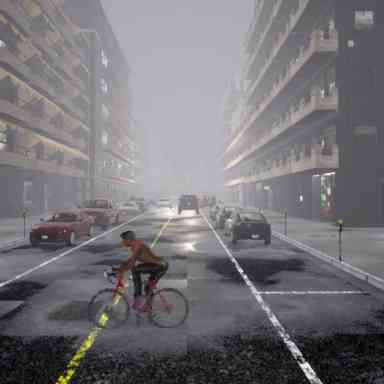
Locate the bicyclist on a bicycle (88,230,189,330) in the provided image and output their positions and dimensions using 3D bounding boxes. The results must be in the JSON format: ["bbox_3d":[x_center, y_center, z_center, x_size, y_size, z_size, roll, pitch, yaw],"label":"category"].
[{"bbox_3d":[-0.878,1.454,5.438,1.656,1.620,0.582,0,0,-1],"label":"bicyclist on a bicycle"}]

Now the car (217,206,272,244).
[{"bbox_3d":[2.509,1.556,15.533,2.008,1.369,4.403,1,0,-1],"label":"car"}]

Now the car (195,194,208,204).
[{"bbox_3d":[1.833,1.349,65.639,2.192,1.841,5.009,1,0,-1],"label":"car"}]

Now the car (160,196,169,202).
[{"bbox_3d":[-6.776,1.630,82.261,1.802,1.307,4.206,1,0,-1],"label":"car"}]

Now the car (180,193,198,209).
[{"bbox_3d":[-0.500,1.243,46.892,2.150,2.045,5.566,0,0,-4],"label":"car"}]

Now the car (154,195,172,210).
[{"bbox_3d":[-3.682,1.545,44.529,1.812,1.442,4.674,0,0,-1],"label":"car"}]

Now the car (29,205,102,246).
[{"bbox_3d":[-5.871,1.550,15.453,1.887,1.381,4.507,1,0,-1],"label":"car"}]

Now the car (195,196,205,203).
[{"bbox_3d":[1.755,1.589,71.207,2.008,1.369,4.403,1,0,-1],"label":"car"}]

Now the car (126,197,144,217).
[{"bbox_3d":[-6.095,1.538,31.985,1.752,1.417,4.829,1,0,-1],"label":"car"}]

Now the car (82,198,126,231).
[{"bbox_3d":[-5.943,1.322,21.021,2.192,1.841,5.009,1,0,-1],"label":"car"}]

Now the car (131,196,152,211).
[{"bbox_3d":[-6.169,1.331,37.722,2.192,1.841,5.009,1,0,-1],"label":"car"}]

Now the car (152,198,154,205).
[{"bbox_3d":[-6.399,1.592,54.425,1.947,1.339,4.313,1,0,-1],"label":"car"}]

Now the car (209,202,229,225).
[{"bbox_3d":[2.434,1.558,21.100,2.008,1.369,4.403,1,0,-1],"label":"car"}]

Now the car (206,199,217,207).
[{"bbox_3d":[2.357,1.535,26.837,1.752,1.417,4.829,1,0,-1],"label":"car"}]

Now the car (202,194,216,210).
[{"bbox_3d":[2.135,1.334,43.370,2.192,1.841,5.009,1,0,-1],"label":"car"}]

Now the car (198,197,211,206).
[{"bbox_3d":[1.982,1.577,54.504,2.008,1.369,4.403,1,0,-1],"label":"car"}]

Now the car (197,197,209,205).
[{"bbox_3d":[1.906,1.575,60.071,1.887,1.381,4.507,1,0,-1],"label":"car"}]

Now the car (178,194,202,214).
[{"bbox_3d":[-0.358,1.238,35.718,2.150,2.045,5.566,0,0,-1],"label":"car"}]
